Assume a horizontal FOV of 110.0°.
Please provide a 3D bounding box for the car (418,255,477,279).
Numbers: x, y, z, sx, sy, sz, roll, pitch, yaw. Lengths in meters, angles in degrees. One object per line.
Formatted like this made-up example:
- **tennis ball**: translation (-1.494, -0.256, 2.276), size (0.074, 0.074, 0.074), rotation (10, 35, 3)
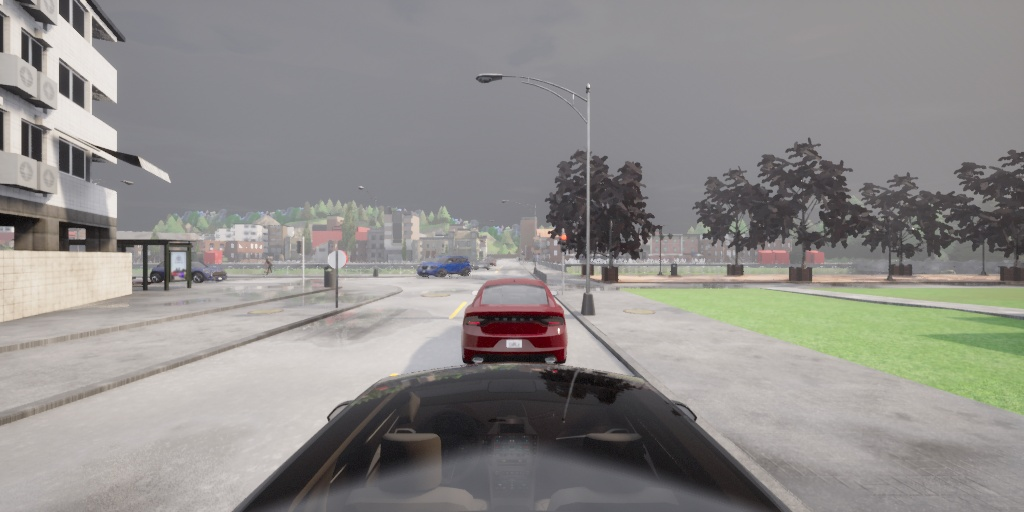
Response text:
- **car**: translation (-5.989, 0.973, 32.742), size (2.150, 2.045, 5.566), rotation (2, 1, 32)

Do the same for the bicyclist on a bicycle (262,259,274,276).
- **bicyclist on a bicycle**: translation (-24.021, 1.099, 35.307), size (0.582, 1.620, 1.656), rotation (0, 0, 0)

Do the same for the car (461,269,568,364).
- **car**: translation (0.054, 1.228, 8.115), size (1.882, 1.535, 5.008), rotation (0, 0, 0)

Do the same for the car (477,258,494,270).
- **car**: translation (-4.090, 1.241, 49.645), size (2.128, 1.511, 4.902), rotation (0, 0, 0)

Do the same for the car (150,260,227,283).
- **car**: translation (-24.140, 1.102, 26.911), size (4.553, 1.767, 2.097), rotation (0, 0, 0)
